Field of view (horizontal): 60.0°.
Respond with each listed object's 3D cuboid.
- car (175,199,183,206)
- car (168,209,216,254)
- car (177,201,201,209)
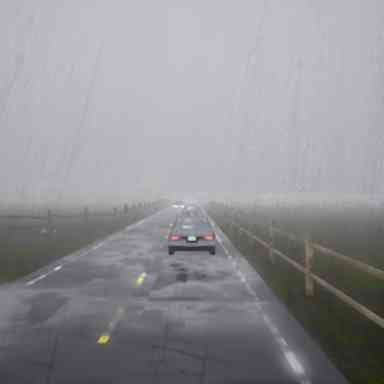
[{"bbox_3d":[-2.765,2.243,71.710,1.895,1.301,4.718,0,0,0],"label":"car"},{"bbox_3d":[-0.002,1.679,13.992,2.033,1.411,5.357,0,-1,0],"label":"car"},{"bbox_3d":[-0.005,1.818,28.991,2.033,1.411,5.357,0,0,0],"label":"car"}]
